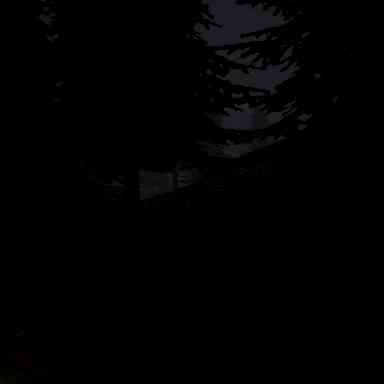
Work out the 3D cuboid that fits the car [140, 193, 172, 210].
[{"bbox_3d":[-4.122,1.196,42.468,2.150,2.045,5.566,0,1,37],"label":"car"}]
